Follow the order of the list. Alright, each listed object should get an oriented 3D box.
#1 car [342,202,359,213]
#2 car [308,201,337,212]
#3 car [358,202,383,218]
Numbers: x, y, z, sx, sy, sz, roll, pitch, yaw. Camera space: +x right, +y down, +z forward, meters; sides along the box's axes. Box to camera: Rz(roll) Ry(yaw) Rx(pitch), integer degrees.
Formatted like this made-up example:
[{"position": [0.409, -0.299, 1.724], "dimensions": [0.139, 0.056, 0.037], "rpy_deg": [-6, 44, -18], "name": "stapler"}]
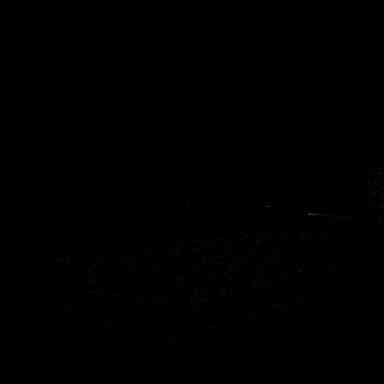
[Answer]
[{"position": [19.350, 1.761, 37.765], "dimensions": [1.887, 1.381, 4.507], "rpy_deg": [0, 0, -36], "name": "car"}, {"position": [15.957, 1.799, 42.462], "dimensions": [1.752, 1.417, 4.829], "rpy_deg": [0, 0, -36], "name": "car"}, {"position": [17.908, 1.710, 29.641], "dimensions": [1.895, 1.301, 4.718], "rpy_deg": [1, -1, -37], "name": "car"}]
